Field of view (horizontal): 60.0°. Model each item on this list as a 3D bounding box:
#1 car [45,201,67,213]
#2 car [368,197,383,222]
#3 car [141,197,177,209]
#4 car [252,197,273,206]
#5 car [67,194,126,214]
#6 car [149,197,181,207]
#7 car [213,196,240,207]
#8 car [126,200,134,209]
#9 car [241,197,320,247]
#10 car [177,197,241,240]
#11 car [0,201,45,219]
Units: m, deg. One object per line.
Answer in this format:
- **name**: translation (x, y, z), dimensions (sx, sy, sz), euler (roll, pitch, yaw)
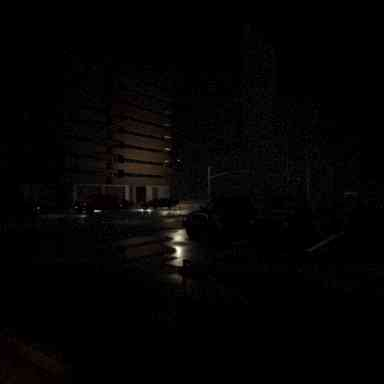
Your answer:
- **car**: translation (-15.317, 1.601, 35.090), dimensions (1.895, 1.301, 4.718), euler (0, 0, 34)
- **car**: translation (15.945, 1.395, 27.283), dimensions (1.970, 1.475, 3.806), euler (0, 0, 34)
- **car**: translation (-4.487, 1.547, 44.925), dimensions (2.033, 1.411, 5.357), euler (0, 0, 34)
- **car**: translation (12.101, 1.526, 56.746), dimensions (1.812, 1.442, 4.674), euler (0, 0, 34)
- **car**: translation (-10.295, 1.221, 36.288), dimensions (2.150, 2.045, 5.566), euler (0, 0, 34)
- **car**: translation (-4.110, 1.547, 51.711), dimensions (2.033, 1.411, 5.357), euler (0, 0, 35)
- **car**: translation (5.583, 1.491, 53.315), dimensions (2.128, 1.511, 4.902), euler (0, 0, 34)
- **car**: translation (-9.942, 1.547, 43.095), dimensions (2.033, 1.411, 5.357), euler (0, 0, 34)
- **car**: translation (3.920, 1.156, 14.329), dimensions (1.905, 1.878, 3.866), euler (0, 0, 34)
- **car**: translation (1.553, 1.153, 15.995), dimensions (1.932, 1.855, 4.605), euler (0, 0, 34)
- **car**: translation (-15.400, 1.564, 28.687), dimensions (1.994, 1.385, 4.181), euler (0, 0, 34)
